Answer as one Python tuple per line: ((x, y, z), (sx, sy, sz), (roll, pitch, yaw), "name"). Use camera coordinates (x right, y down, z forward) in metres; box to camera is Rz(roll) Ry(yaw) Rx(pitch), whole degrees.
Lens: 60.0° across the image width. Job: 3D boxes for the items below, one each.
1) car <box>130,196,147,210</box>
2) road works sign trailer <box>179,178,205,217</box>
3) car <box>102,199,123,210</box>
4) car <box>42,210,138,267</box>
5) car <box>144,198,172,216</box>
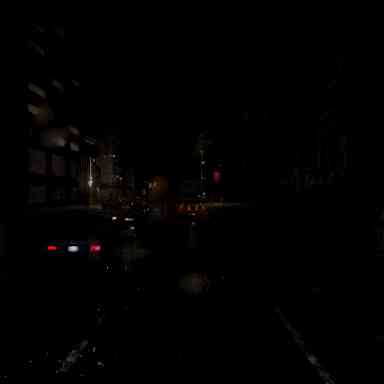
((-6.577, 1.385, 42.760), (2.097, 1.767, 4.553), (0, 0, 0), "car")
((0.003, 0.486, 31.448), (2.380, 3.560, 2.880), (0, 0, 0), "road works sign trailer")
((-9.831, 1.557, 41.587), (1.812, 1.442, 4.674), (0, 0, 0), "car")
((-3.150, 1.553, 11.334), (2.033, 1.411, 5.357), (0, 0, 0), "car")
((-3.146, 1.527, 32.476), (1.837, 1.490, 4.892), (0, 0, 0), "car")
